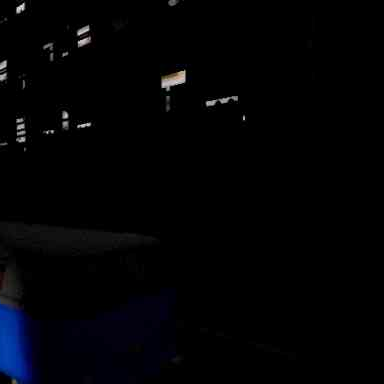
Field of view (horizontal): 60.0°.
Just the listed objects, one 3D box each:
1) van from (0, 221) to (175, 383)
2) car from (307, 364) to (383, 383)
[{"bbox_3d":[-2.106,1.339,4.384,3.998,1.788,1.690,0,0,36],"label":"van"},{"bbox_3d":[2.503,1.541,1.096,4.507,1.381,1.887,0,0,35],"label":"car"}]
